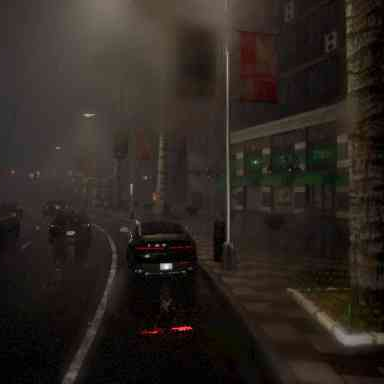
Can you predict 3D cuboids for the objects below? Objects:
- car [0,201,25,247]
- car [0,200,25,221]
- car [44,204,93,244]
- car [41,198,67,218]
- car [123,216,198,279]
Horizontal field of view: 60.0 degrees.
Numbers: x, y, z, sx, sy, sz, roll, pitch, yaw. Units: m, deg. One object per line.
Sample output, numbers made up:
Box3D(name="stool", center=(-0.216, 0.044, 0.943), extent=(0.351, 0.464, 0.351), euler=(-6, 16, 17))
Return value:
Box3D(name="car", center=(-9.066, 1.359, 14.770), extent=(2.097, 1.767, 4.553), euler=(0, 0, -19))
Box3D(name="car", center=(-15.561, 1.483, 28.583), extent=(2.128, 1.511, 4.902), euler=(0, 0, -27))
Box3D(name="car", center=(-5.763, 1.529, 15.928), extent=(1.812, 1.442, 4.674), euler=(0, 0, -19))
Box3D(name="car", center=(-12.429, 1.357, 30.146), extent=(2.097, 1.767, 4.553), euler=(0, 0, -27))
Box3D(name="car", center=(-1.087, 1.503, 10.197), extent=(1.837, 1.490, 4.892), euler=(0, 0, -11))
